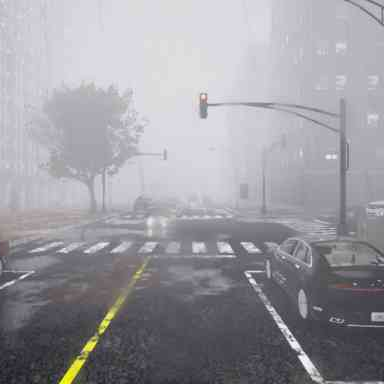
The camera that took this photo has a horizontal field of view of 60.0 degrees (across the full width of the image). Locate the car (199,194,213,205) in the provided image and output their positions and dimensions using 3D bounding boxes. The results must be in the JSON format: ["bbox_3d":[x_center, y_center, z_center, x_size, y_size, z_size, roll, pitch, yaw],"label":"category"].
[{"bbox_3d":[2.865,1.611,61.420,1.947,1.339,4.313,0,0,0],"label":"car"}]

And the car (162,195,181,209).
[{"bbox_3d":[-2.968,1.575,45.846,2.033,1.411,5.357,0,0,0],"label":"car"}]

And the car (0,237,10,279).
[{"bbox_3d":[-5.673,1.545,6.965,1.887,1.381,4.507,0,0,0],"label":"car"}]

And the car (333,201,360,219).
[{"bbox_3d":[13.500,1.350,26.316,4.403,1.369,2.008,-1,1,0],"label":"car"}]

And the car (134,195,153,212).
[{"bbox_3d":[-5.580,1.336,39.353,2.192,1.841,5.009,0,0,0],"label":"car"}]

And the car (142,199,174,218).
[{"bbox_3d":[-3.014,1.577,30.286,1.994,1.385,4.181,0,0,0],"label":"car"}]

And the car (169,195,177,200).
[{"bbox_3d":[-5.421,1.654,94.582,2.008,1.369,4.403,0,0,0],"label":"car"}]

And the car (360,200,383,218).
[{"bbox_3d":[15.503,0.994,23.752,5.566,2.045,2.150,-1,0,0],"label":"car"}]

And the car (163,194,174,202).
[{"bbox_3d":[-5.469,1.386,78.013,2.192,1.841,5.009,0,0,0],"label":"car"}]

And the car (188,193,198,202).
[{"bbox_3d":[0.226,1.298,78.892,2.150,2.045,5.566,0,0,0],"label":"car"}]

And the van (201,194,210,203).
[{"bbox_3d":[2.896,1.402,72.466,1.690,1.788,3.998,0,0,0],"label":"van"}]

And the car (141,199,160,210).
[{"bbox_3d":[-5.564,1.592,44.876,1.947,1.339,4.313,0,0,0],"label":"car"}]

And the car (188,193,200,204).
[{"bbox_3d":[0.291,1.403,66.453,2.097,1.767,4.553,0,0,0],"label":"car"}]

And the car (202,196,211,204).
[{"bbox_3d":[2.881,1.578,67.113,1.752,1.417,4.829,0,0,0],"label":"car"}]

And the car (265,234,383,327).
[{"bbox_3d":[2.707,1.551,6.941,2.008,1.369,4.403,0,0,0],"label":"car"}]
